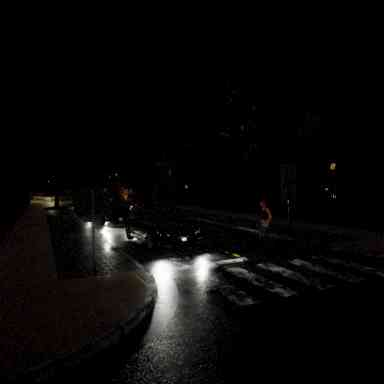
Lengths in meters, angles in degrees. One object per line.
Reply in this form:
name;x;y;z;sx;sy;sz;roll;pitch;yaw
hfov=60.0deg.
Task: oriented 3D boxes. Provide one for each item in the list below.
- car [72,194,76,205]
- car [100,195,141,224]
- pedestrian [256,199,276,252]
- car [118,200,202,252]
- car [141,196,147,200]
car;-13.221;0.881;39.603;2.033;1.411;5.357;-2;2;-24
car;-5.145;0.998;21.667;2.097;1.767;4.553;-2;2;-24
pedestrian;2.430;1.073;11.125;0.375;1.860;0.375;-1;0;-24
car;-1.325;1.301;13.334;1.837;1.490;4.892;-2;2;-26
car;-4.847;1.010;28.164;2.033;1.411;5.357;-2;2;-24
